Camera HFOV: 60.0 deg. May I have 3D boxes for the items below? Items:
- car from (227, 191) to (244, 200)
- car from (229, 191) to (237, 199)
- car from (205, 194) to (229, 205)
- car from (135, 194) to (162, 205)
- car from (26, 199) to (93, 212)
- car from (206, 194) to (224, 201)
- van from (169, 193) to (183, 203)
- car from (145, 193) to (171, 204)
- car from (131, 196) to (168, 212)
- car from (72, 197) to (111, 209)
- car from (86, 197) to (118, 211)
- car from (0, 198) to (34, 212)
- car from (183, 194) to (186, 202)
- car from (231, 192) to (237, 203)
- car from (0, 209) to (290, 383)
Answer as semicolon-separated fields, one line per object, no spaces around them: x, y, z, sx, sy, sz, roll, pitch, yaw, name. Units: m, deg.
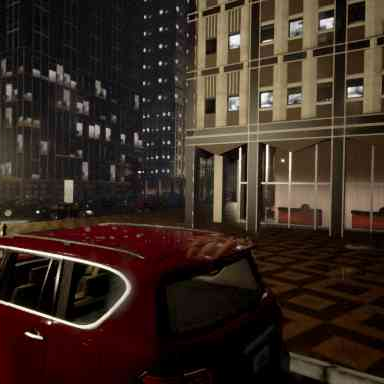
10.523;0.783;79.877;2.192;1.841;5.009;2;1;30;car
9.847;0.869;67.218;2.150;2.045;5.566;1;0;30;car
3.606;1.246;51.370;1.967;1.590;4.097;2;1;30;car
-6.561;1.107;50.563;1.967;1.590;4.097;2;1;30;car
-10.620;1.537;26.958;1.947;1.339;4.313;2;1;30;car
4.824;1.079;70.109;1.887;1.381;4.507;2;1;30;car
-3.712;0.975;55.447;1.690;1.788;3.998;2;1;30;van
-5.490;1.260;47.264;1.812;1.442;4.674;1;1;31;car
-4.931;1.487;36.724;1.802;1.307;4.206;2;1;30;car
-12.257;1.299;40.793;1.947;1.339;4.313;2;1;30;car
-10.597;1.357;38.518;1.994;1.385;4.181;1;1;30;car
-15.599;1.356;29.923;1.837;1.490;4.892;1;1;30;car
-0.867;1.041;60.335;1.967;1.590;4.097;2;1;30;car
9.380;1.264;61.283;1.752;1.417;4.829;2;1;30;car
-1.420;1.314;3.866;5.009;1.841;2.192;0;1;36;car
